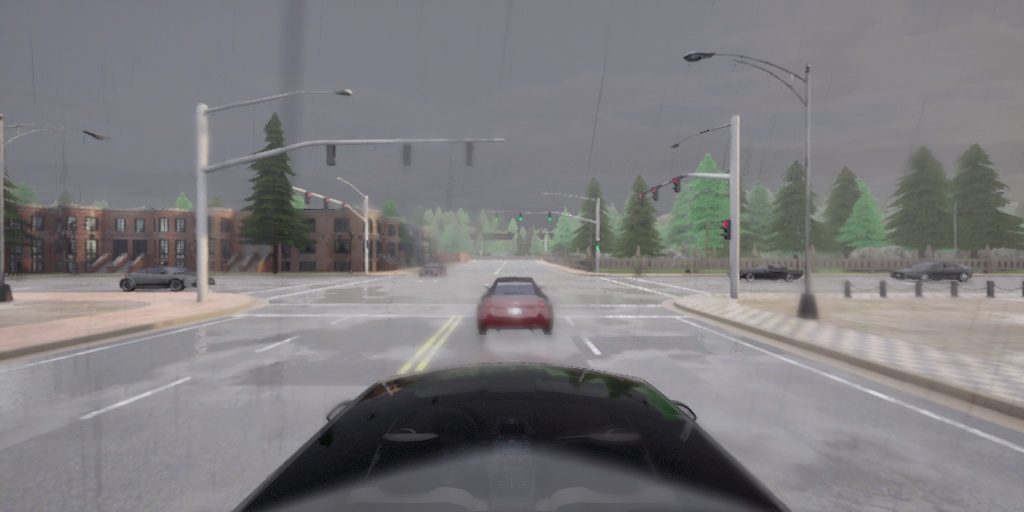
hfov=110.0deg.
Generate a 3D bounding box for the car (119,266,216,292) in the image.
[{"bbox_3d":[-19.459,1.261,20.383,4.181,1.385,1.994,0,0,-1],"label":"car"}]

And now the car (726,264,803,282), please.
[{"bbox_3d":[19.053,1.279,27.221,4.718,1.301,1.895,0,0,0],"label":"car"}]

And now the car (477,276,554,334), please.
[{"bbox_3d":[0.082,1.288,10.570,1.994,1.385,4.181,0,0,0],"label":"car"}]

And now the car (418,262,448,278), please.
[{"bbox_3d":[-7.013,1.260,32.295,1.994,1.385,4.181,0,0,0],"label":"car"}]

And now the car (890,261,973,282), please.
[{"bbox_3d":[31.766,1.178,27.213,4.892,1.490,1.837,-2,0,0],"label":"car"}]
